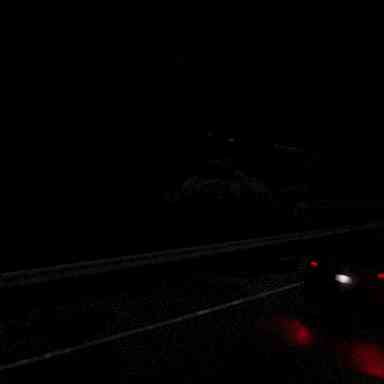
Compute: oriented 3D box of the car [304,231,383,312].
[{"bbox_3d":[4.351,1.576,7.403,4.181,1.385,1.994,0,0,-39],"label":"car"}]
